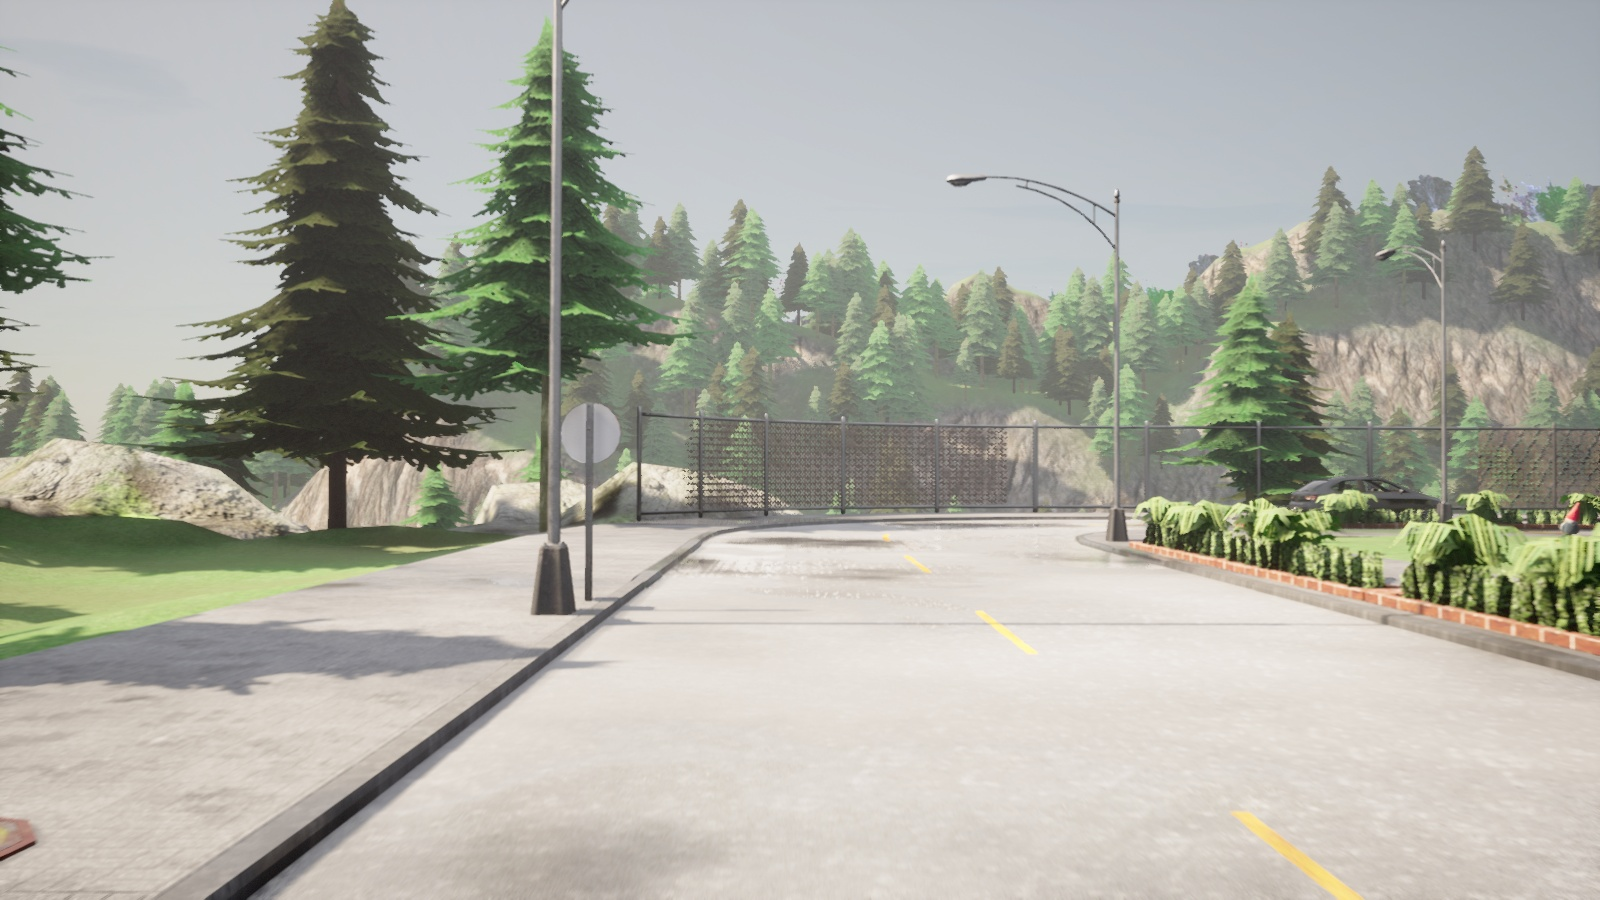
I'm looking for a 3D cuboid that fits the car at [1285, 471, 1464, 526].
[{"bbox_3d":[16.048,1.347,35.218,4.193,1.474,1.816,0,-1,-1],"label":"car"}]
